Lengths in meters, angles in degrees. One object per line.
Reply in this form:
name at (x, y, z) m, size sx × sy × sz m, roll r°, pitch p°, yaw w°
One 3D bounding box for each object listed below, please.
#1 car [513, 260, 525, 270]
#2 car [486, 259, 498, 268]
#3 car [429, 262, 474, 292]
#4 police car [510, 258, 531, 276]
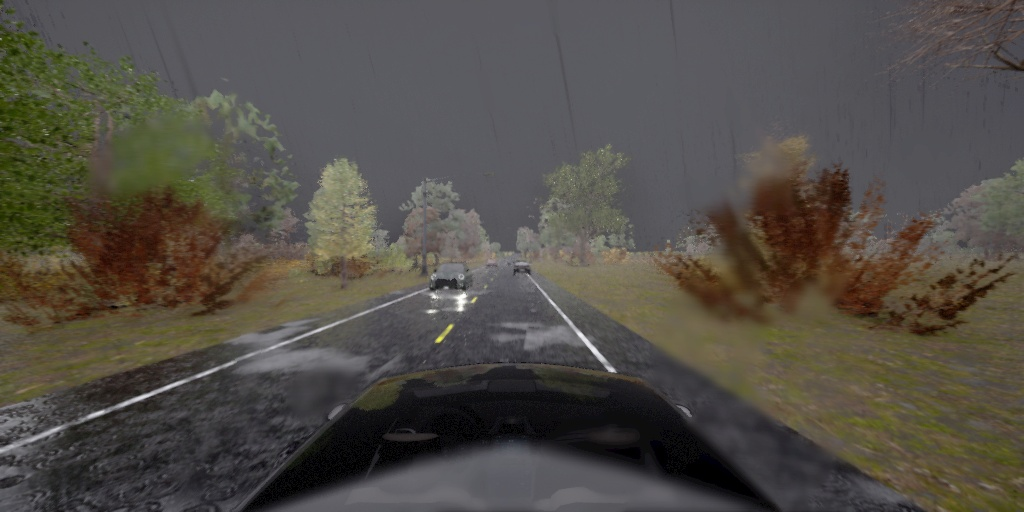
car at (1.058, 1.365, 55.236) m, size 1.812 × 1.442 × 4.674 m, roll 0°, pitch 0°, yaw 0°
car at (-3.505, 1.313, 62.761) m, size 1.882 × 1.535 × 5.008 m, roll 0°, pitch 0°, yaw 0°
car at (-3.584, 1.148, 21.784) m, size 2.097 × 1.767 × 4.553 m, roll 0°, pitch 0°, yaw 0°
police car at (1.055, 1.247, 39.344) m, size 1.930 × 1.638 × 5.238 m, roll 0°, pitch 0°, yaw 0°
